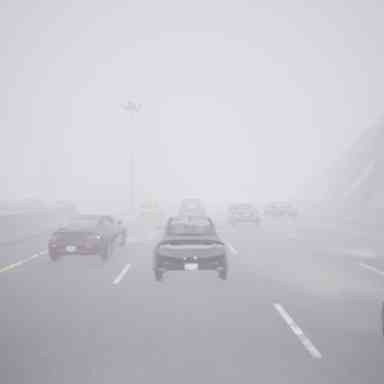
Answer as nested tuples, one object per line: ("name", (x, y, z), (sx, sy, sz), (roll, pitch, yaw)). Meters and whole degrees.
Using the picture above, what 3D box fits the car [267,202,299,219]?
("car", (6.978, 1.442, 26.673), (1.895, 1.301, 4.718), (0, 0, 2))

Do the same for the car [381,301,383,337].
("car", (3.576, 1.459, 2.683), (2.128, 1.511, 4.902), (0, 0, -1))

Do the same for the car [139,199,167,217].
("car", (-3.376, 1.362, 29.537), (1.882, 1.535, 5.008), (0, 0, 3))

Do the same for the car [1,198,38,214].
("car", (-17.249, 1.418, 34.840), (1.882, 1.535, 5.008), (0, 0, 4))

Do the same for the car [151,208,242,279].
("car", (-0.059, 1.447, 9.860), (2.128, 1.511, 4.902), (0, 0, -1))

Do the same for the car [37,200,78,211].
("car", (-13.745, 1.519, 34.772), (1.895, 1.301, 4.718), (0, 0, 4))

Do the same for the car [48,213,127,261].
("car", (-3.614, 1.490, 12.097), (1.812, 1.442, 4.674), (0, 0, -1))

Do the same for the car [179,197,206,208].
("car", (0.049, 1.226, 27.724), (2.097, 1.767, 4.553), (0, 0, 2))

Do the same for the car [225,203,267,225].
("car", (3.354, 1.426, 22.579), (2.033, 1.411, 5.357), (0, 0, 1))
